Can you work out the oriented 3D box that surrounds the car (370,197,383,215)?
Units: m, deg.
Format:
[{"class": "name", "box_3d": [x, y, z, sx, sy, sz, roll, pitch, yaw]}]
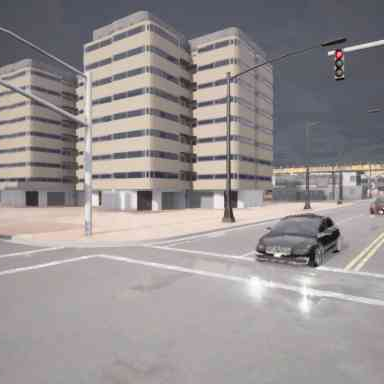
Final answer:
[{"class": "car", "box_3d": [19.146, 1.340, 33.179, 2.097, 1.767, 4.553, 0, 0, 35]}]

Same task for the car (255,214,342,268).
[{"class": "car", "box_3d": [3.865, 1.563, 11.593, 1.837, 1.490, 4.892, 0, 0, 35]}]
